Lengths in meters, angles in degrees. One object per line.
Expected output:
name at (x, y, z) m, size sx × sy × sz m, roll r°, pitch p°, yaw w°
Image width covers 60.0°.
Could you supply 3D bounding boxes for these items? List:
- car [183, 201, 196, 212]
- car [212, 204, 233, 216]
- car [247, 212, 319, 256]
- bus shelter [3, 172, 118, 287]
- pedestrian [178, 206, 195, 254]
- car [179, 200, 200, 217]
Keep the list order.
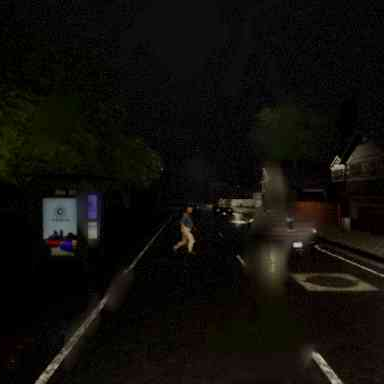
car at (-0.357, 2.009, 46.233) m, size 1.812 × 1.442 × 4.674 m, roll 0°, pitch -1°, yaw -1°
car at (3.256, 1.924, 36.056) m, size 1.895 × 1.301 × 4.718 m, roll 0°, pitch -1°, yaw -1°
car at (3.473, 1.542, 13.421) m, size 2.128 × 1.511 × 4.902 m, roll 0°, pitch 0°, yaw -1°
bus shelter at (-3.604, 0.902, 9.968) m, size 1.920 × 2.740 × 3.880 m, roll 0°, pitch 0°, yaw -1°
pedestrian at (-0.203, 1.336, 12.118) m, size 0.375 × 1.860 × 0.375 m, roll 0°, pitch 0°, yaw 9°
car at (-0.239, 1.658, 34.812) m, size 2.097 × 1.767 × 4.553 m, roll 0°, pitch -1°, yaw 0°
